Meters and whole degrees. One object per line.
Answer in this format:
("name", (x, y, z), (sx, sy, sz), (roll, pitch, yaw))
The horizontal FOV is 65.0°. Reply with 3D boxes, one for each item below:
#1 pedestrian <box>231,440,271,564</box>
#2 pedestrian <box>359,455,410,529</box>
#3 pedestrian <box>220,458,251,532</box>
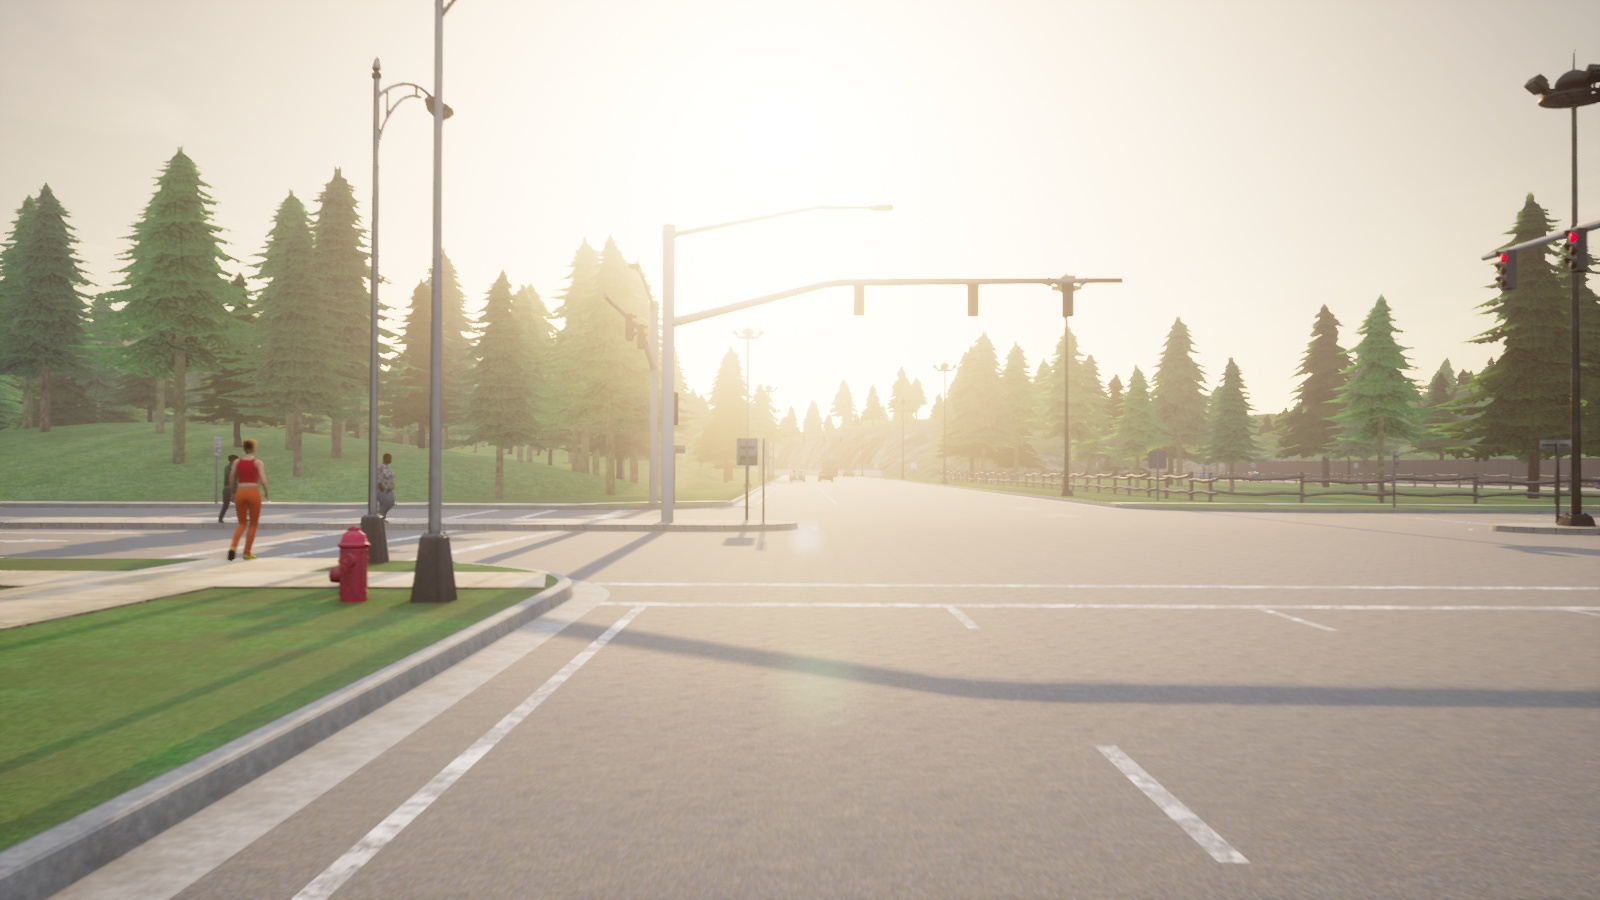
("pedestrian", (-8.245, 0.771, 18.864), (0.345, 1.836, 0.594), (0, -1, -1))
("pedestrian", (-10.528, 1.049, 31.842), (0.900, 1.855, 0.874), (0, -1, 10))
("pedestrian", (-14.149, 1.117, 31.495), (0.614, 1.847, 0.353), (0, -1, 4))
